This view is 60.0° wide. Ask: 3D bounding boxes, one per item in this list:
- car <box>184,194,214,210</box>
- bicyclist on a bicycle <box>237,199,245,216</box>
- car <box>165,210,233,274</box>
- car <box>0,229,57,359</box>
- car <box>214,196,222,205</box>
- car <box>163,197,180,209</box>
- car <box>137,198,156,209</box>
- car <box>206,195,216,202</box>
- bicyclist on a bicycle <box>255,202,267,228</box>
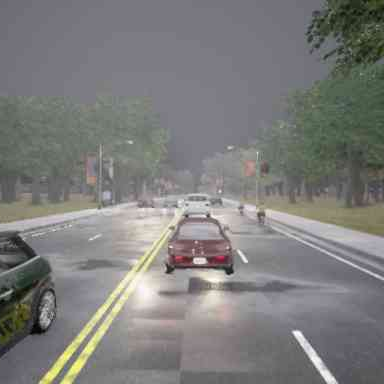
[{"bbox_3d":[0.465,1.186,29.095,2.150,2.045,5.566,0,0,1],"label":"car"},{"bbox_3d":[4.548,1.420,30.593,0.866,1.612,1.509,0,0,0],"label":"bicyclist on a bicycle"},{"bbox_3d":[0.219,1.513,10.419,1.812,1.442,4.674,0,0,1],"label":"car"},{"bbox_3d":[-3.320,1.330,3.639,2.097,1.767,4.553,0,0,1],"label":"car"},{"bbox_3d":[4.070,1.459,55.969,1.837,1.490,4.892,0,1,1],"label":"car"},{"bbox_3d":[-2.771,1.455,44.370,1.812,1.442,4.674,0,0,1],"label":"car"},{"bbox_3d":[-6.017,1.477,44.508,1.994,1.385,4.181,0,0,1],"label":"car"},{"bbox_3d":[4.201,1.460,73.567,2.128,1.511,4.902,0,0,1],"label":"car"},{"bbox_3d":[4.424,1.431,21.214,0.866,1.612,1.509,0,0,0],"label":"bicyclist on a bicycle"}]
